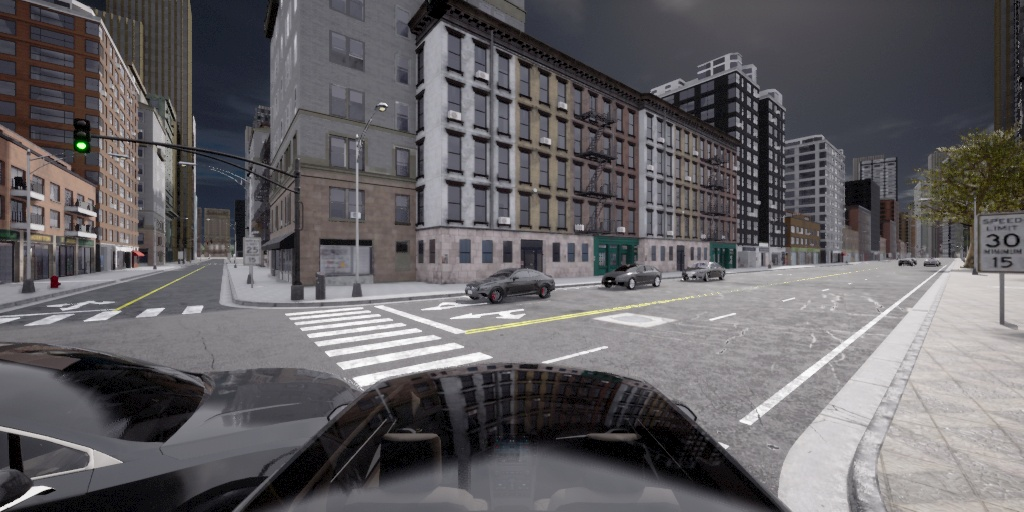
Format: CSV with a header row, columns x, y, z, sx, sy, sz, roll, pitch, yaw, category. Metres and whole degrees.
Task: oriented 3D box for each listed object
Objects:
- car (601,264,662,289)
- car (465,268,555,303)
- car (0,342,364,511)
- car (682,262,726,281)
x,y,z,sx,sy,sz,roll,pitch,yaw,category
7.739,1.259,22.983,4.892,1.490,1.837,0,0,-39,car
0.024,1.287,16.787,4.674,1.442,1.812,0,0,-39,car
-3.216,1.257,1.828,4.892,1.490,1.837,0,0,-34,car
15.773,1.237,29.423,4.902,1.511,2.128,0,0,-39,car
